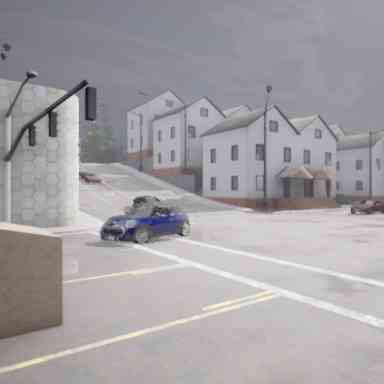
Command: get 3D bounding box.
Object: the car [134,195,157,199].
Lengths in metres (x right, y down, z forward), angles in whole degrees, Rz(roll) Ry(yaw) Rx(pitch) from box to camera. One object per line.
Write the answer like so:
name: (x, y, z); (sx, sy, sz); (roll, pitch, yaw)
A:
car: (-3.927, 1.157, 30.871); (1.837, 1.490, 4.892); (0, 5, -35)

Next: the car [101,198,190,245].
car: (-2.086, 1.349, 15.853); (2.097, 1.767, 4.553); (-1, 0, 36)

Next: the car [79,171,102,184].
car: (-13.840, -2.025, 45.280); (1.895, 1.301, 4.718); (0, 14, -34)

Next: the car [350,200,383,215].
car: (18.039, 1.511, 33.858); (4.674, 1.442, 1.812); (0, 0, -35)
